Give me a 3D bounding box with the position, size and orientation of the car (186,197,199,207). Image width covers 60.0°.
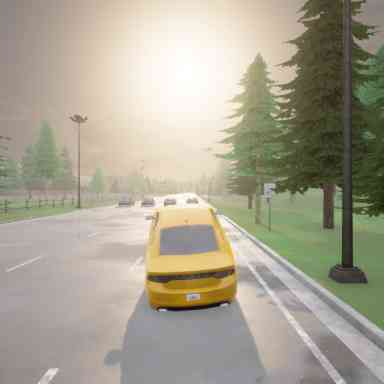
[{"bbox_3d":[0.025,1.564,53.417,1.994,1.385,4.181,0,0,0],"label":"car"}]

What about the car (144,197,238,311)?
[{"bbox_3d":[-0.143,1.110,8.405,1.882,1.535,5.008,-4,16,-3],"label":"car"}]

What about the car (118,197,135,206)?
[{"bbox_3d":[-10.475,1.547,53.421,2.033,1.411,5.357,0,0,0],"label":"car"}]

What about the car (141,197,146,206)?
[{"bbox_3d":[-6.975,1.547,53.420,2.033,1.411,5.357,0,0,0],"label":"car"}]

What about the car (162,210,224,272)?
[{"bbox_3d":[0.037,1.546,11.983,1.812,1.442,4.674,0,1,0],"label":"car"}]

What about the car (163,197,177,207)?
[{"bbox_3d":[-3.475,1.564,53.418,1.994,1.385,4.181,0,0,0],"label":"car"}]
